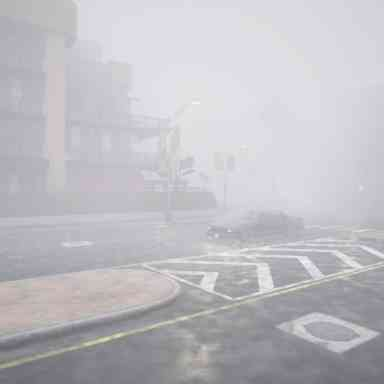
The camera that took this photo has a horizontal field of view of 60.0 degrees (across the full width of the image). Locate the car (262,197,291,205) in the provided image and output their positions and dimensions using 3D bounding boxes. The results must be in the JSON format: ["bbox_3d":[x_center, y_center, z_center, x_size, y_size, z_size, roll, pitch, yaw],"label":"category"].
[{"bbox_3d":[13.008,1.491,51.699,2.128,1.511,4.902,0,0,-35],"label":"car"}]

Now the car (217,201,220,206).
[{"bbox_3d":[2.118,1.491,48.623,2.128,1.511,4.902,0,0,-35],"label":"car"}]

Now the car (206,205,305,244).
[{"bbox_3d":[3.235,1.547,16.161,5.357,1.411,2.033,0,0,-36],"label":"car"}]
